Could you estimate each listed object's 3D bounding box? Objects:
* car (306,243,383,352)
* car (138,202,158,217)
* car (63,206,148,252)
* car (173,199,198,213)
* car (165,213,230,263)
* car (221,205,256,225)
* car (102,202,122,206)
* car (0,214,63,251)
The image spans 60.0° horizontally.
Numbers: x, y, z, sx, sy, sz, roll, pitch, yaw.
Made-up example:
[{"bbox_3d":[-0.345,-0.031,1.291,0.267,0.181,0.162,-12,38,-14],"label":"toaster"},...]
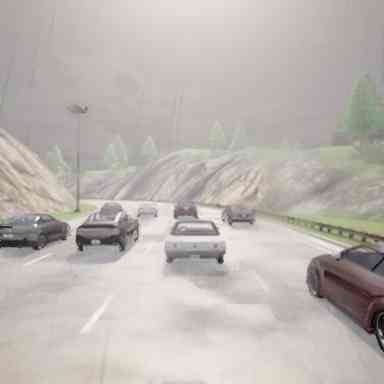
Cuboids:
[{"bbox_3d":[3.600,1.592,5.944,1.994,1.385,4.181,0,0,0],"label":"car"},{"bbox_3d":[-4.454,1.679,33.271,1.812,1.442,4.674,0,0,-7],"label":"car"},{"bbox_3d":[-3.407,1.558,14.180,2.128,1.511,4.902,0,0,0],"label":"car"},{"bbox_3d":[-0.704,1.494,31.034,2.097,1.767,4.553,0,0,-5],"label":"car"},{"bbox_3d":[0.097,1.658,12.219,1.895,1.301,4.718,0,0,0],"label":"car"},{"bbox_3d":[3.346,1.662,24.887,2.033,1.411,5.357,0,0,-3],"label":"car"},{"bbox_3d":[-7.953,1.717,32.990,1.994,1.385,4.181,0,0,-7],"label":"car"},{"bbox_3d":[-6.909,1.632,14.564,1.994,1.385,4.181,0,0,0],"label":"car"}]
